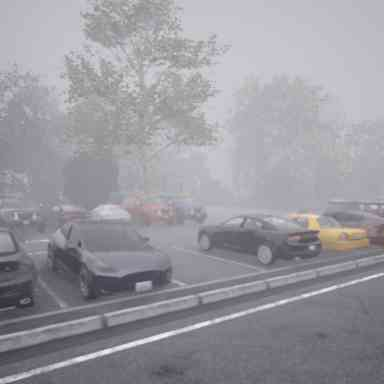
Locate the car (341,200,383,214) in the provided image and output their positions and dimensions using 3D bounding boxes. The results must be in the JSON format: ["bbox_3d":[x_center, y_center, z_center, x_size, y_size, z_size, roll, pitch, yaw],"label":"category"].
[{"bbox_3d":[21.750,1.810,41.815,1.946,1.575,5.366,1,0,-36],"label":"car"}]

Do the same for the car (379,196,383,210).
[{"bbox_3d":[30.666,1.659,48.438,2.435,2.045,5.566,1,0,-36],"label":"car"}]

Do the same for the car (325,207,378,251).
[{"bbox_3d":[4.354,1.545,13.792,1.946,1.575,5.366,1,0,-36],"label":"car"}]

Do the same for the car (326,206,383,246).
[{"bbox_3d":[6.727,1.602,15.292,2.163,1.488,4.792,1,0,-36],"label":"car"}]

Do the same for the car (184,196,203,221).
[{"bbox_3d":[-1.132,1.318,25.682,2.435,2.045,5.566,1,0,-36],"label":"car"}]

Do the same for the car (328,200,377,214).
[{"bbox_3d":[19.379,1.790,40.358,2.231,1.521,4.892,1,0,-35],"label":"car"}]

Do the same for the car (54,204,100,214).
[{"bbox_3d":[-7.846,1.503,20.920,2.097,1.535,5.008,0,0,-36],"label":"car"}]

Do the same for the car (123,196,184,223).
[{"bbox_3d":[-3.298,1.295,24.136,2.435,2.045,5.566,1,0,-35],"label":"car"}]

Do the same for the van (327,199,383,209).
[{"bbox_3d":[9.095,1.371,16.803,1.878,1.987,4.442,1,0,-36],"label":"van"}]

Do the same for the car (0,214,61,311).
[{"bbox_3d":[-4.657,1.469,7.129,2.231,1.521,4.892,0,0,-35],"label":"car"}]

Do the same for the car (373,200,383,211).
[{"bbox_3d":[28.438,1.916,46.778,2.163,1.488,4.792,1,0,-36],"label":"car"}]

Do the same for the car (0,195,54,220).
[{"bbox_3d":[-10.100,1.232,19.284,2.435,2.045,5.566,0,0,-36],"label":"car"}]

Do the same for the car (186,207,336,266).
[{"bbox_3d":[2.186,1.525,12.010,2.097,1.535,5.008,1,0,-36],"label":"car"}]

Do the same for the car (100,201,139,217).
[{"bbox_3d":[-5.682,1.563,22.468,2.002,1.452,4.674,1,0,-36],"label":"car"}]

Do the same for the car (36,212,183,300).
[{"bbox_3d":[-2.366,1.514,8.734,2.163,1.488,4.792,0,0,-36],"label":"car"}]
